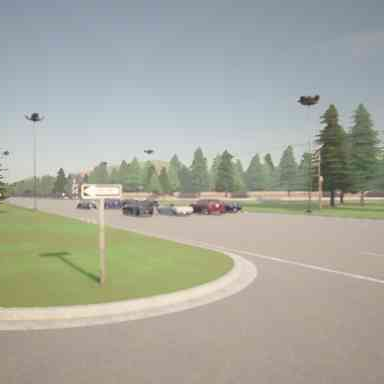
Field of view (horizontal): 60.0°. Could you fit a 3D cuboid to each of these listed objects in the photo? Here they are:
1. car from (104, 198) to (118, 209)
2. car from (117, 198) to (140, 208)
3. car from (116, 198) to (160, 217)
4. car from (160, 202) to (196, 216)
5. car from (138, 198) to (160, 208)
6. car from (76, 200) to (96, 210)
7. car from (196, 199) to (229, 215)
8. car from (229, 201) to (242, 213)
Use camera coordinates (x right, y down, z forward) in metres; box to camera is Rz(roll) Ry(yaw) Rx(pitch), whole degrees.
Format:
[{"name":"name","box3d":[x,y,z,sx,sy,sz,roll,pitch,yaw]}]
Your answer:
[{"name":"car","box3d":[-12.206,1.654,50.140,2.097,1.767,4.553,0,0,-33]},{"name":"car","box3d":[-10.349,1.779,53.685,1.882,1.535,5.008,0,0,-33]},{"name":"car","box3d":[-5.557,1.673,33.682,2.128,1.511,4.902,0,0,-33]},{"name":"car","box3d":[-1.952,1.757,34.573,1.895,1.301,4.718,0,0,-33]},{"name":"car","box3d":[-7.203,1.809,55.247,1.812,1.442,4.674,0,0,-34]},{"name":"car","box3d":[-15.604,1.888,48.939,1.994,1.385,4.181,0,0,-33]},{"name":"car","box3d":[1.417,1.487,35.819,2.097,1.767,4.553,0,0,-33]},{"name":"car","box3d":[3.594,1.731,38.879,1.895,1.301,4.718,0,0,-33]}]
